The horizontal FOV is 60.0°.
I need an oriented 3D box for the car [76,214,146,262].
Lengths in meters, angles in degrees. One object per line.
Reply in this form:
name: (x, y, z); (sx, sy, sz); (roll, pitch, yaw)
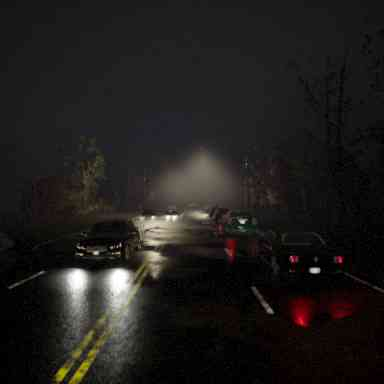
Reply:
car: (-3.370, 1.939, 14.121); (1.837, 1.490, 4.892); (-1, -1, 0)

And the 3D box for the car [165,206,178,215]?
car: (-3.320, 2.977, 54.507); (2.128, 1.511, 4.902); (-3, -2, 0)

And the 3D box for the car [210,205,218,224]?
car: (3.272, 2.379, 34.533); (2.033, 1.649, 4.856); (1, -1, 0)

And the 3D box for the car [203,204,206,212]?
car: (3.264, 3.042, 56.517); (1.812, 1.442, 4.674); (0, -2, 0)

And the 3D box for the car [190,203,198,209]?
car: (0.340, 3.779, 87.351); (1.895, 1.301, 4.718); (0, -1, 1)

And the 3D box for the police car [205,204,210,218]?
police car: (3.259, 2.669, 45.634); (1.930, 1.638, 5.238); (0, -1, 0)

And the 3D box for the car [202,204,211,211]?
car: (3.438, 3.620, 78.444); (1.994, 1.385, 4.181); (0, -2, 1)

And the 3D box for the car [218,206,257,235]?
car: (3.253, 2.028, 23.513); (2.097, 1.767, 4.553); (0, -2, 0)

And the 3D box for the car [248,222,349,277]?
car: (3.373, 1.938, 11.379); (1.895, 1.301, 4.718); (1, -1, 0)

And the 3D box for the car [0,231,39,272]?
car: (-6.597, 1.895, 10.025); (2.033, 1.411, 5.357); (0, -2, 0)

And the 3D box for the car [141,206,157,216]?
car: (-6.565, 2.898, 51.168); (1.882, 1.535, 5.008); (0, -1, 0)
